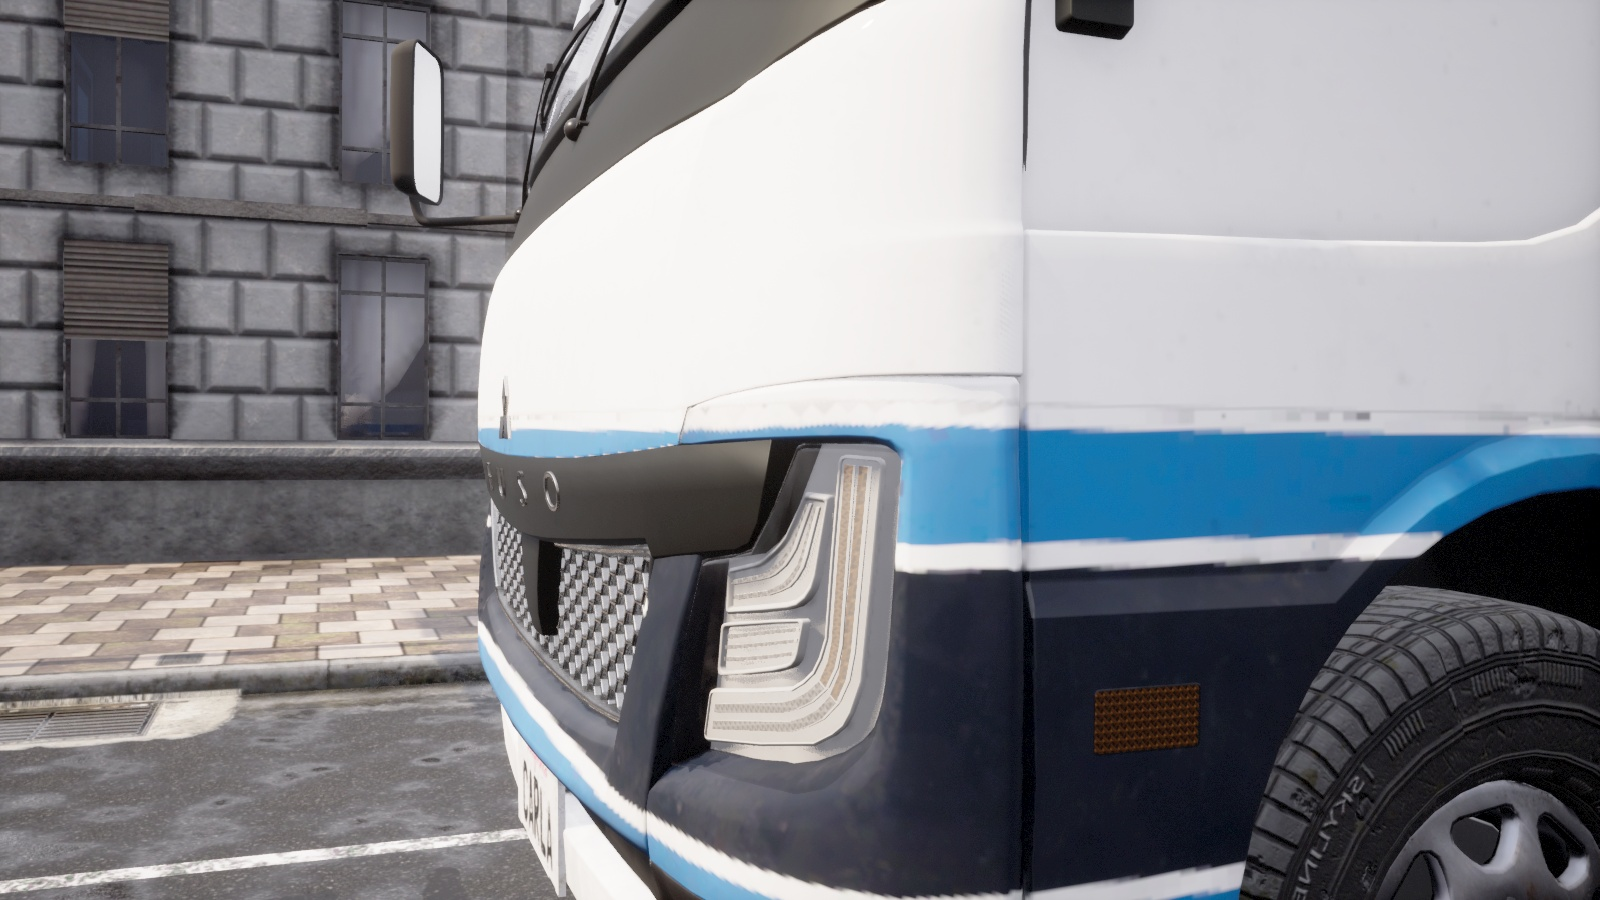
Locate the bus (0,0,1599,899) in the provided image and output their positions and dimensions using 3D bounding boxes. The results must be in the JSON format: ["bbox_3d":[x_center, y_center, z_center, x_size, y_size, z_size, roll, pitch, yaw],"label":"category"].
[{"bbox_3d":[3.496,-0.691,4.578,10.273,4.253,3.944,-1,1,-21],"label":"bus"}]
